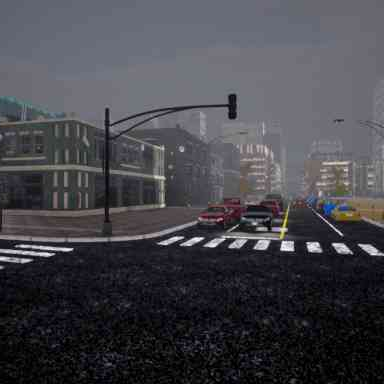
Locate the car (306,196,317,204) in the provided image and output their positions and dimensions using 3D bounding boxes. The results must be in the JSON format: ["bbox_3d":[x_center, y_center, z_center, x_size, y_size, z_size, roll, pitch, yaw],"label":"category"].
[{"bbox_3d":[24.091,1.536,67.130,1.752,1.417,4.829,0,0,17],"label":"car"}]

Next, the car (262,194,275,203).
[{"bbox_3d":[16.018,1.326,69.384,2.192,1.841,5.009,0,0,17],"label":"car"}]

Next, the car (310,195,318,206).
[{"bbox_3d":[19.235,1.574,51.024,1.947,1.339,4.313,0,0,17],"label":"car"}]

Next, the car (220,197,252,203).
[{"bbox_3d":[3.199,1.318,26.866,2.192,1.841,5.009,0,0,17],"label":"car"}]

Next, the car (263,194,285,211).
[{"bbox_3d":[10.111,1.227,40.731,2.150,2.045,5.566,0,0,18],"label":"car"}]

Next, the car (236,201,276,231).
[{"bbox_3d":[4.163,1.528,21.080,1.812,1.442,4.674,0,0,15],"label":"car"}]

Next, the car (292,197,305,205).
[{"bbox_3d":[18.883,1.557,59.186,2.033,1.411,5.357,0,0,17],"label":"car"}]

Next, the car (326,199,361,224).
[{"bbox_3d":[11.271,1.529,24.613,1.752,1.417,4.829,0,0,17],"label":"car"}]

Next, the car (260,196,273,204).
[{"bbox_3d":[14.415,1.560,64.070,2.008,1.369,4.403,0,0,17],"label":"car"}]

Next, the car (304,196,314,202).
[{"bbox_3d":[27.246,1.580,77.598,1.947,1.339,4.313,0,0,17],"label":"car"}]

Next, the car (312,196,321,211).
[{"bbox_3d":[16.029,1.557,40.394,2.008,1.369,4.403,0,0,17],"label":"car"}]

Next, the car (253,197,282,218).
[{"bbox_3d":[7.055,1.481,30.689,1.882,1.535,5.008,0,0,17],"label":"car"}]

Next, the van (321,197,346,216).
[{"bbox_3d":[12.826,1.345,29.765,1.690,1.788,3.998,0,0,17],"label":"van"}]

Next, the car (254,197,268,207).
[{"bbox_3d":[11.161,1.533,53.278,1.752,1.417,4.829,0,0,17],"label":"car"}]

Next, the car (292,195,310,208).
[{"bbox_3d":[16.102,1.571,49.619,1.994,1.385,4.181,0,0,17],"label":"car"}]

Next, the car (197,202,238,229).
[{"bbox_3d":[1.596,1.584,21.552,1.802,1.307,4.206,0,0,17],"label":"car"}]

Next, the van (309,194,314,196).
[{"bbox_3d":[22.441,1.351,61.653,1.690,1.788,3.998,0,0,17],"label":"van"}]
